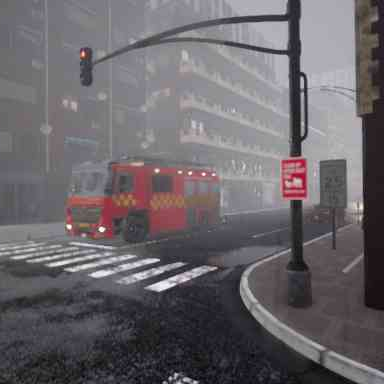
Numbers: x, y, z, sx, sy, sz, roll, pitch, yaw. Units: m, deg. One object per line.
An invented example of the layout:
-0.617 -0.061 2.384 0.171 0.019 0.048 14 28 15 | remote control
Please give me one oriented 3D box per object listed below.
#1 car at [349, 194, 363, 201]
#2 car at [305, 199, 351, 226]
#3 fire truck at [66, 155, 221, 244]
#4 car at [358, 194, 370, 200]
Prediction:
35.417 1.282 72.296 1.802 1.307 4.206 -1 0 36 | car
8.672 1.367 21.452 1.887 1.381 4.507 -1 0 36 | car
-1.903 0.291 16.876 2.891 3.827 8.468 -1 0 36 | fire truck
42.134 1.220 81.462 1.947 1.339 4.313 -1 0 36 | car
